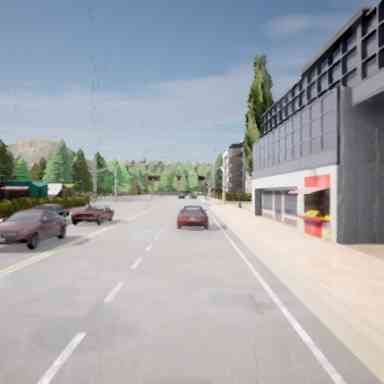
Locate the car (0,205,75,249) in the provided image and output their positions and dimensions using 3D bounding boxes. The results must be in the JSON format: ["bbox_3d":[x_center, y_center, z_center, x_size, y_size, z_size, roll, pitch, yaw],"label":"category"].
[{"bbox_3d":[-6.970,1.505,14.502,1.812,1.442,4.674,0,0,0],"label":"car"}]

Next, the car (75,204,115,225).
[{"bbox_3d":[-6.972,1.578,23.822,1.895,1.301,4.718,0,0,1],"label":"car"}]

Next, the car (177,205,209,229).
[{"bbox_3d":[0.047,1.559,21.725,1.994,1.385,4.181,0,0,0],"label":"car"}]
